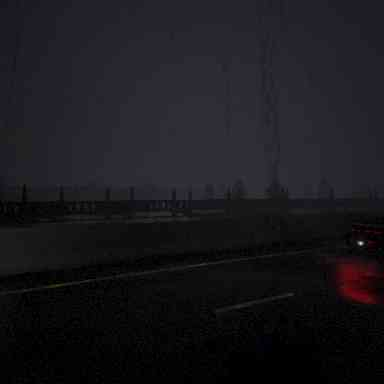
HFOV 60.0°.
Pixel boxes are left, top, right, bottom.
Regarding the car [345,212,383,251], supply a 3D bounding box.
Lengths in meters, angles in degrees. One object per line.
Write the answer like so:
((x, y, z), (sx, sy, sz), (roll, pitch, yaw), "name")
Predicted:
((7.992, 1.517, 12.595), (4.892, 1.490, 1.837), (0, 0, -27), "car")
